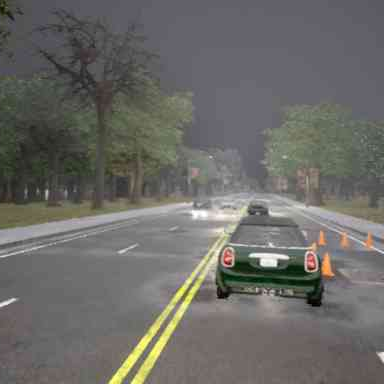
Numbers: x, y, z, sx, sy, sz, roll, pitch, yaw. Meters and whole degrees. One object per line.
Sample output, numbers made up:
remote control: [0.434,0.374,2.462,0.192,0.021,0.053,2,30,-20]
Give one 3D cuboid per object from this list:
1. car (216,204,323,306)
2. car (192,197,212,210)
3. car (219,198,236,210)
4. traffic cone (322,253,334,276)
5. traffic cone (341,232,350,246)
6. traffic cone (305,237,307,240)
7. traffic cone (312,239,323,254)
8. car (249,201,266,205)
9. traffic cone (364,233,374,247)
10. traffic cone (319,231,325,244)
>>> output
car: [1.862,1.379,8.483,2.097,1.767,4.553,1,0,10]
car: [1.310,1.403,41.623,2.128,1.511,4.902,1,0,11]
car: [4.489,1.515,40.954,1.812,1.442,4.674,1,0,11]
traffic cone: [3.813,2.027,9.408,0.340,0.580,0.340,1,0,11]
traffic cone: [6.873,2.085,14.943,0.340,0.580,0.340,1,0,11]
traffic cone: [4.542,2.034,13.340,0.340,0.580,0.340,1,0,11]
traffic cone: [4.177,2.031,11.374,0.340,0.580,0.340,1,0,11]
car: [5.883,1.564,29.916,1.837,1.490,4.892,1,0,11]
traffic cone: [7.856,2.108,14.760,0.340,0.580,0.340,1,0,11]
traffic cone: [5.890,2.061,15.125,0.340,0.580,0.340,1,0,11]
